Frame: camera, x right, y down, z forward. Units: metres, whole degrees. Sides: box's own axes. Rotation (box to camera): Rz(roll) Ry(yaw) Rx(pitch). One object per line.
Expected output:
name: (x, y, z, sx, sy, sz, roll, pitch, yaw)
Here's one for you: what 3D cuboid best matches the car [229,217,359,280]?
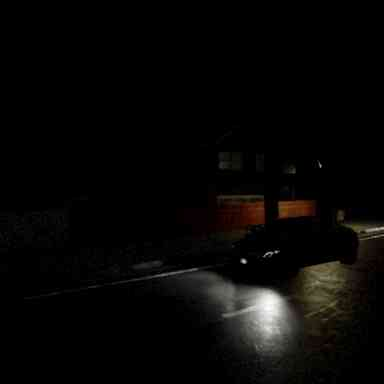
car: (3.229, 1.499, 10.014, 4.674, 1.442, 1.812, 0, 0, -36)
